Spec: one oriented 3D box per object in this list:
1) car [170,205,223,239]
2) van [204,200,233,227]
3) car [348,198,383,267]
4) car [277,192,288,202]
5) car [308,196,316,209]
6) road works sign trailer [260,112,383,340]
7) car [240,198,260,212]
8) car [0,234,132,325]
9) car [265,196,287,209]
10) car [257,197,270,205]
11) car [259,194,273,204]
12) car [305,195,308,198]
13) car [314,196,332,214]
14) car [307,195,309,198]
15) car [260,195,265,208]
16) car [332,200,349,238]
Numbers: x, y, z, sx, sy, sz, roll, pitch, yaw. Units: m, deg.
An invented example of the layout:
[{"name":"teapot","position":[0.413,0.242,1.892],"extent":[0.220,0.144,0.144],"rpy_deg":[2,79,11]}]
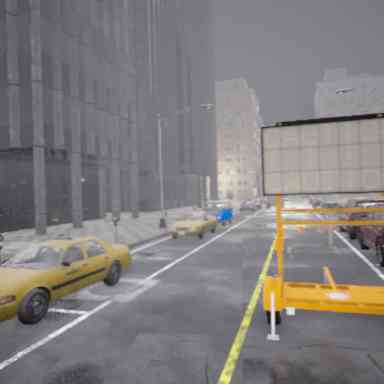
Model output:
[{"name":"car","position":[0.191,1.678,18.417],"extent":[1.752,1.417,4.829],"rpy_deg":[-2,-1,17]},{"name":"van","position":[1.875,1.487,23.979],"extent":[1.690,1.788,3.998],"rpy_deg":[-2,-1,17]},{"name":"car","position":[6.742,1.204,10.688],"extent":[2.192,1.841,5.009],"rpy_deg":[-2,-1,17]},{"name":"car","position":[20.606,1.127,75.835],"extent":[2.150,2.045,5.566],"rpy_deg":[-2,0,17]},{"name":"car","position":[16.581,1.267,43.064],"extent":[1.967,1.590,4.097],"rpy_deg":[-2,0,17]},{"name":"road works sign trailer","position":[2.558,0.440,6.174],"extent":[2.380,3.560,2.880],"rpy_deg":[-2,-1,17]},{"name":"car","position":[6.800,1.693,40.166],"extent":[1.802,1.307,4.206],"rpy_deg":[-2,0,17]},{"name":"car","position":[-3.104,1.686,7.594],"extent":[1.752,1.417,4.829],"rpy_deg":[-2,-1,18]},{"name":"car","position":[11.504,1.228,45.950],"extent":[2.150,2.045,5.566],"rpy_deg":[-2,-1,17]},{"name":"car","position":[13.355,1.616,61.753],"extent":[1.947,1.339,4.313],"rpy_deg":[-2,0,17]},{"name":"car","position":[14.987,1.350,67.151],"extent":[2.192,1.841,5.009],"rpy_deg":[-2,0,17]},{"name":"car","position":[19.862,1.340,53.855],"extent":[1.887,1.381,4.507],"rpy_deg":[-2,0,17]},{"name":"car","position":[13.307,1.406,32.271],"extent":[2.008,1.369,4.403],"rpy_deg":[-2,0,17]},{"name":"car","position":[18.225,1.393,48.459],"extent":[1.802,1.307,4.206],"rpy_deg":[-2,0,17]},{"name":"car","position":[8.435,1.537,45.565],"extent":[1.967,1.590,4.097],"rpy_deg":[-2,0,17]},{"name":"car","position":[8.381,1.198,16.085],"extent":[2.192,1.841,5.009],"rpy_deg":[-2,-1,17]}]
